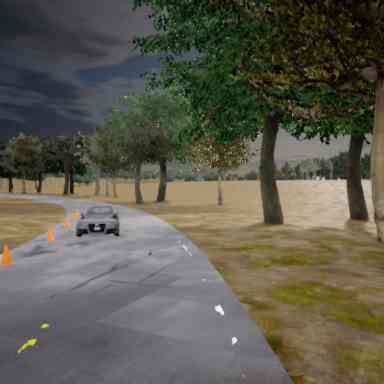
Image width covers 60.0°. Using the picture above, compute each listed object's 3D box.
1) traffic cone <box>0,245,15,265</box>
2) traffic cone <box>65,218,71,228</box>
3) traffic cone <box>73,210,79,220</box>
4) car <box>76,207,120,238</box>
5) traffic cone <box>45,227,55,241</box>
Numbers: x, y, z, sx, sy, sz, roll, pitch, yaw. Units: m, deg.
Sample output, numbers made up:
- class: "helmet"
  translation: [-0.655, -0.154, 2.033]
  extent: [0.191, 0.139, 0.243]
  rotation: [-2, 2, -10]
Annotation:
- class: "traffic cone"
  translation: [-5.628, 1.903, 10.107]
  extent: [0.340, 0.580, 0.340]
  rotation: [0, 0, -7]
- class: "traffic cone"
  translation: [-7.365, 1.830, 19.683]
  extent: [0.340, 0.580, 0.340]
  rotation: [0, 1, -13]
- class: "traffic cone"
  translation: [-8.586, 1.779, 24.395]
  extent: [0.340, 0.580, 0.340]
  rotation: [0, 1, -16]
- class: "car"
  translation: [-4.729, 1.464, 17.153]
  extent: [1.994, 1.385, 4.181]
  rotation: [0, 1, -12]
- class: "traffic cone"
  translation: [-6.379, 1.872, 14.917]
  extent: [0.340, 0.580, 0.340]
  rotation: [0, 0, -10]
